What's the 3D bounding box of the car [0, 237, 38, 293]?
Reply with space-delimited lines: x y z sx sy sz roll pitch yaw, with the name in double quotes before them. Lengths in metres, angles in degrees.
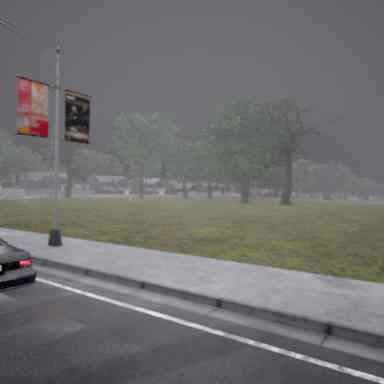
"car" -5.733 1.468 7.697 5.357 1.411 2.033 1 0 36
